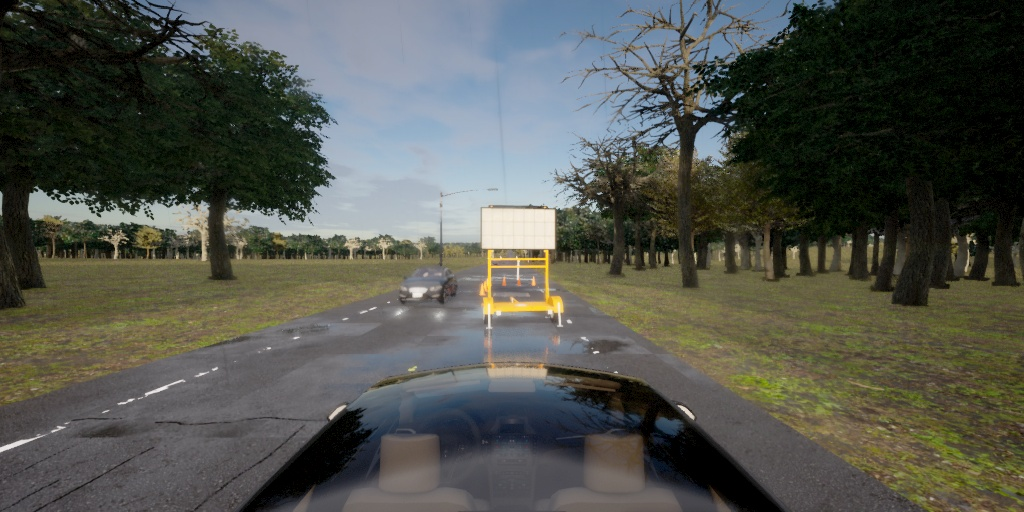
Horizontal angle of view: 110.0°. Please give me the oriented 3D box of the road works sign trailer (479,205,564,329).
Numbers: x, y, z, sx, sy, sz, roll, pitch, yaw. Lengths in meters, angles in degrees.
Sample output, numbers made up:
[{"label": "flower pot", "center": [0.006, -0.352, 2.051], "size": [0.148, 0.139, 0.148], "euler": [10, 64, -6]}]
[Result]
[{"label": "road works sign trailer", "center": [0.180, 0.211, 11.369], "size": [2.380, 3.560, 2.880], "euler": [0, 0, -8]}]

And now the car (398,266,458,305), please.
[{"label": "car", "center": [-3.623, 1.238, 16.194], "size": [2.128, 1.511, 4.902], "euler": [0, 0, 0]}]

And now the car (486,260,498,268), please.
[{"label": "car", "center": [-3.597, 1.321, 64.755], "size": [1.837, 1.490, 4.892], "euler": [0, 0, 0]}]
